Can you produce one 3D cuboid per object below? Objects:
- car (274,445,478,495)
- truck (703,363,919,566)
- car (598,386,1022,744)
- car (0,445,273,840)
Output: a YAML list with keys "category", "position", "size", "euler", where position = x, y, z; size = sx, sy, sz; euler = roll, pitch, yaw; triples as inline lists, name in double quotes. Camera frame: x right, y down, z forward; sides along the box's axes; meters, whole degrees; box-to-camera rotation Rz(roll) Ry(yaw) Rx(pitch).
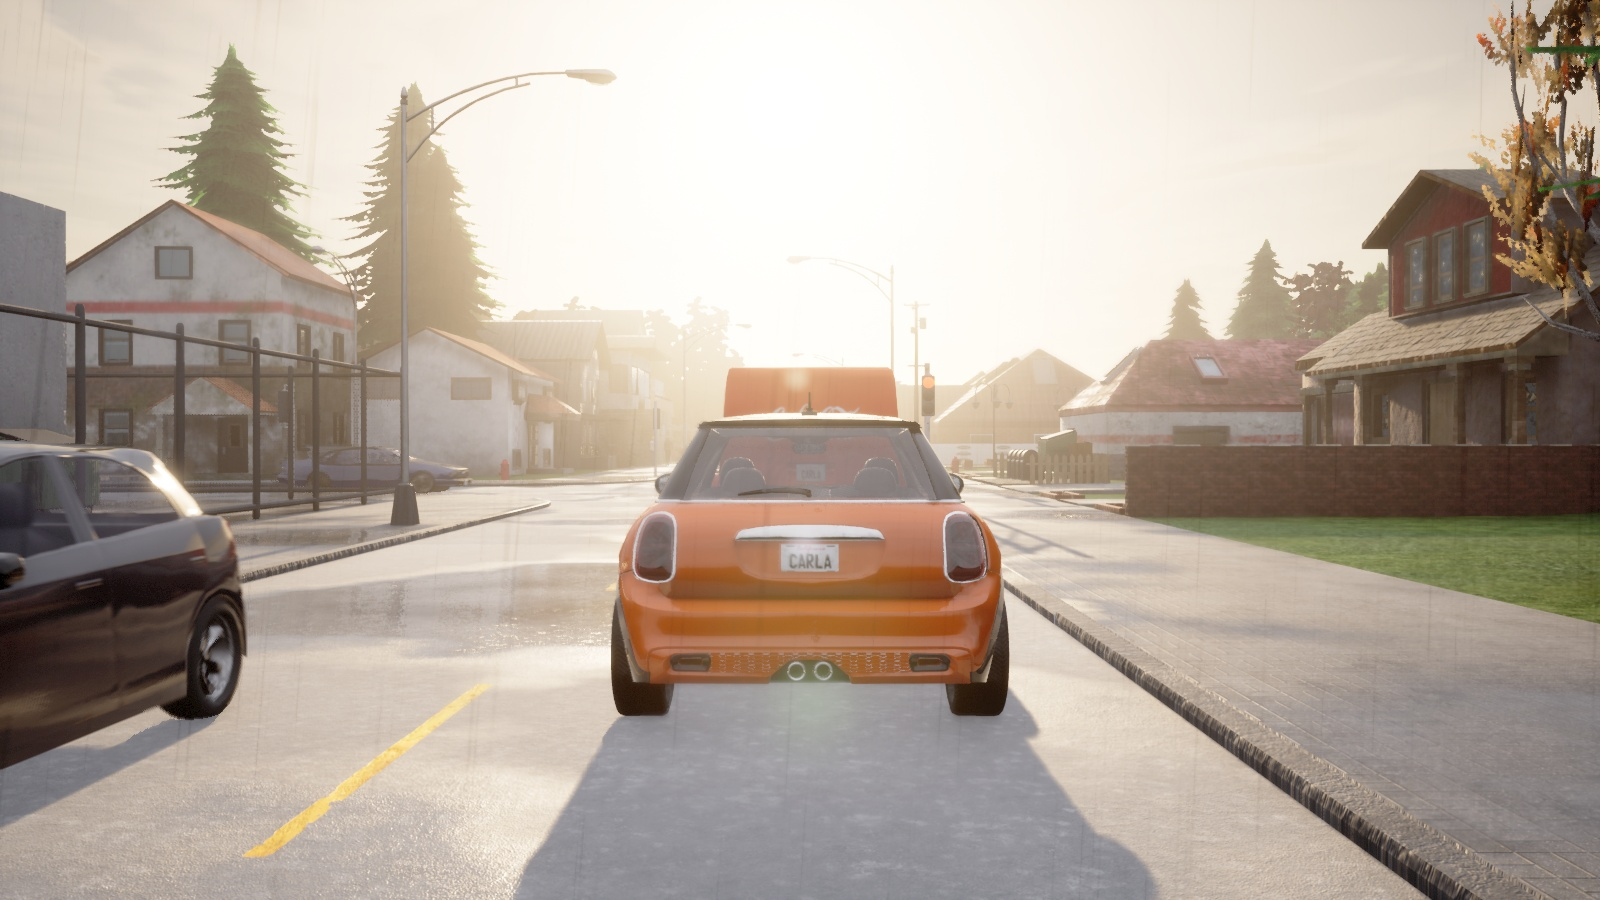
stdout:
- category: "car"
  position: [-12.467, 0.574, 37.184]
  size: [5.357, 1.411, 2.033]
  euler: [0, 0, 0]
- category: "truck"
  position: [0.125, 0.159, 17.875]
  size: [2.627, 2.467, 5.204]
  euler: [0, 0, 0]
- category: "car"
  position: [0.062, 0.557, 8.482]
  size: [2.097, 1.767, 4.553]
  euler: [0, 0, 0]
- category: "car"
  position: [-3.955, 0.727, 5.390]
  size: [1.845, 1.501, 3.633]
  euler: [0, 0, 0]
